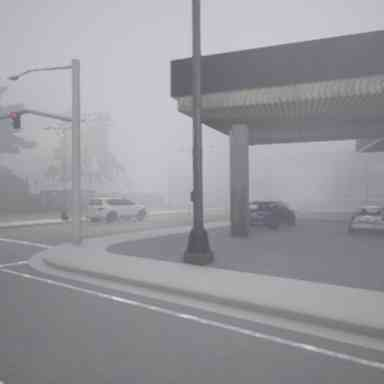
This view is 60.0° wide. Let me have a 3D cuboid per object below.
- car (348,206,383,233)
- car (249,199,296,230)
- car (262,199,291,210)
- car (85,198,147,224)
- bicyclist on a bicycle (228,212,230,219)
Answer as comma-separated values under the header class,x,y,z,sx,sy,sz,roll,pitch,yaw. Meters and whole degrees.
class,x,y,z,sx,sy,sz,roll,pitch,yaw
car,9.931,1.484,18.209,1.970,1.475,3.806,-1,-1,37
car,4.855,1.393,21.010,2.242,1.667,4.611,-1,-1,37
car,11.946,1.758,46.947,2.033,1.411,5.357,-1,-1,37
car,-6.239,1.479,27.979,2.150,2.045,5.566,-1,-1,36
bicyclist on a bicycle,3.939,1.620,29.398,1.656,1.620,0.582,-1,0,18
